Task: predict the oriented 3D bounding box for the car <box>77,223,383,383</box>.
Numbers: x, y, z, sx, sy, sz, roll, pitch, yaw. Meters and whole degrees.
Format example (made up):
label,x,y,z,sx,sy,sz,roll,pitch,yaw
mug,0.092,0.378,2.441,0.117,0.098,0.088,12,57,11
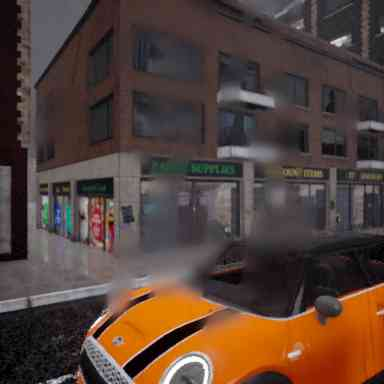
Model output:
label,x,y,z,sx,sy,sz,roll,pitch,yaw
car,1.038,1.347,4.076,4.553,1.767,2.097,0,0,-35
